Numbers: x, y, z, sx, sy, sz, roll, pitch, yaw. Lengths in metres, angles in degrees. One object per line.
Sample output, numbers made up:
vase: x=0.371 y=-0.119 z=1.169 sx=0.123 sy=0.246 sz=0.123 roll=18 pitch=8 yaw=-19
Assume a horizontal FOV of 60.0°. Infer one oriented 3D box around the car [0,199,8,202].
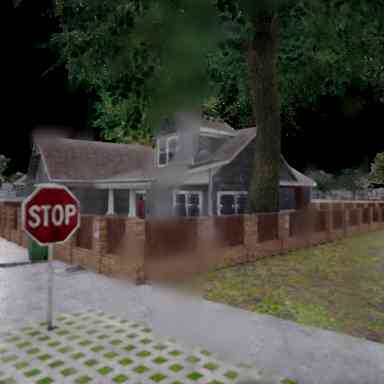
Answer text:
car: x=-32.146 y=1.896 z=55.431 sx=1.882 sy=1.535 sz=5.008 roll=0 pitch=-1 yaw=-3
